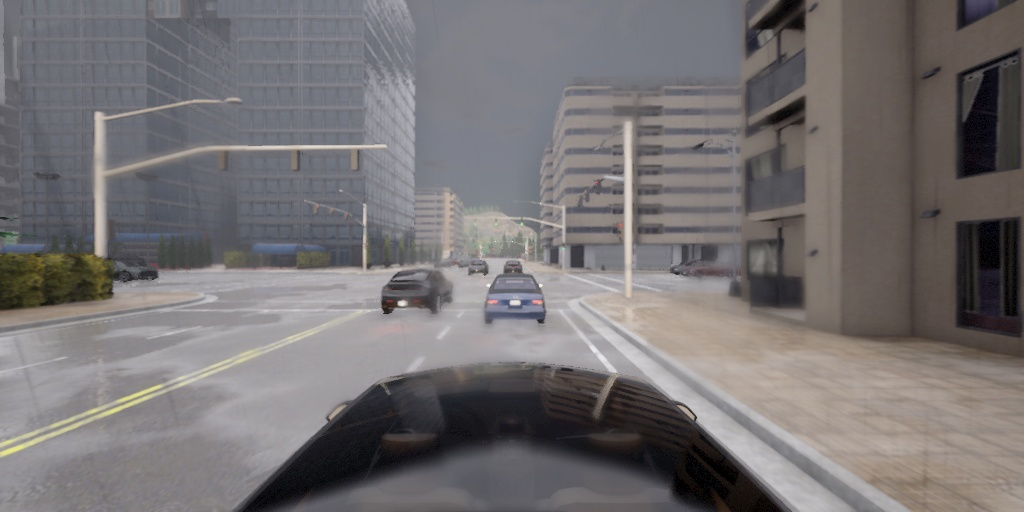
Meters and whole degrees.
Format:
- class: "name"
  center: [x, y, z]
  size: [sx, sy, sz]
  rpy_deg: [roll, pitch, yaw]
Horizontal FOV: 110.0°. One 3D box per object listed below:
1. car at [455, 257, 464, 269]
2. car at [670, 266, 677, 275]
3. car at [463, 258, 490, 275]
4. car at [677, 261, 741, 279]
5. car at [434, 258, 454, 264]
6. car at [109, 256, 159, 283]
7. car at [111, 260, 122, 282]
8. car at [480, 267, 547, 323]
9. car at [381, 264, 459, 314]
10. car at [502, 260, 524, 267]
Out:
- class: "car"
  center: [-7.060, 1.165, 54.683]
  size: [1.837, 1.490, 4.892]
  rpy_deg: [0, 0, 0]
- class: "car"
  center: [17.810, 1.198, 34.606]
  size: [4.892, 1.490, 1.837]
  rpy_deg: [0, 0, -1]
- class: "car"
  center: [-3.394, 1.181, 37.097]
  size: [2.128, 1.511, 4.902]
  rpy_deg: [0, 0, 0]
- class: "car"
  center: [17.280, 1.225, 31.082]
  size: [4.674, 1.442, 1.812]
  rpy_deg: [0, 0, -1]
- class: "car"
  center: [-10.561, 1.138, 54.479]
  size: [1.882, 1.535, 5.008]
  rpy_deg: [0, 0, 0]
- class: "car"
  center: [-29.477, 1.061, 26.945]
  size: [4.553, 1.767, 2.097]
  rpy_deg: [0, 0, -1]
- class: "car"
  center: [-29.231, 1.191, 23.442]
  size: [5.008, 1.535, 1.882]
  rpy_deg: [0, 0, -1]
- class: "car"
  center: [0.091, 1.280, 11.993]
  size: [2.033, 1.411, 5.357]
  rpy_deg: [0, 0, 0]
- class: "car"
  center: [-3.408, 1.235, 13.628]
  size: [1.837, 1.490, 4.892]
  rpy_deg: [0, 0, 0]
- class: "car"
  center: [0.106, 1.194, 37.196]
  size: [1.837, 1.490, 4.892]
  rpy_deg: [0, 0, 0]
